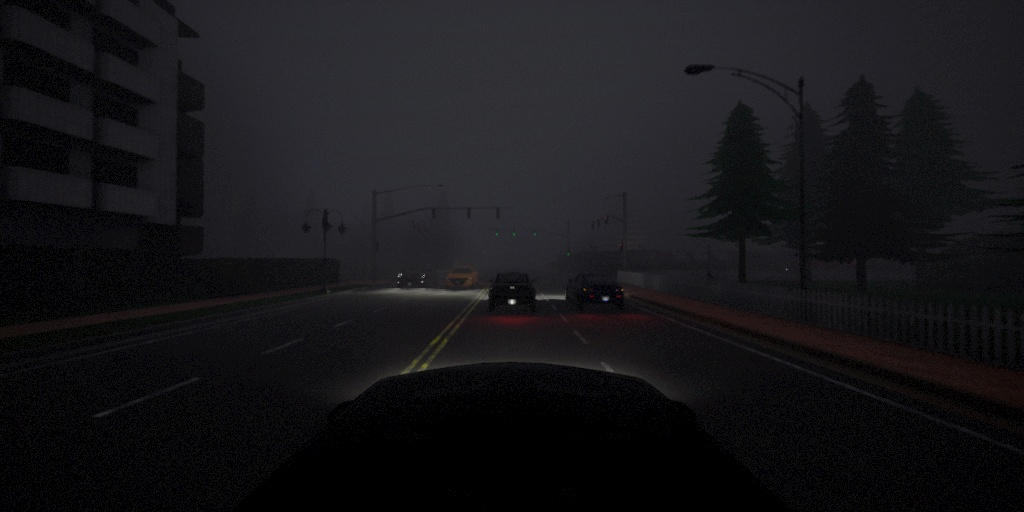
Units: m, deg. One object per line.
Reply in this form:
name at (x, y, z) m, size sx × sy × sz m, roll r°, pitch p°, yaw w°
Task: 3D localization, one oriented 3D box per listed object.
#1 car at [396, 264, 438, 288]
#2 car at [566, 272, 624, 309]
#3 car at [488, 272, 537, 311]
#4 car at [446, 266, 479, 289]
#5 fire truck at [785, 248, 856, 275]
car at (-7.014, 1.371, 26.847) m, size 2.097 × 1.767 × 4.553 m, roll 0°, pitch 0°, yaw 0°
car at (3.531, 1.426, 15.735) m, size 1.812 × 1.442 × 4.674 m, roll 0°, pitch 0°, yaw 1°
car at (0.027, 1.404, 15.345) m, size 1.837 × 1.490 × 4.892 m, roll 0°, pitch 0°, yaw 1°
car at (-3.522, 1.488, 26.027) m, size 1.882 × 1.535 × 5.008 m, roll 0°, pitch -1°, yaw 1°
fire truck at (41.385, 0.606, 47.708) m, size 8.468 × 3.827 × 2.891 m, roll 0°, pitch -1°, yaw -1°
